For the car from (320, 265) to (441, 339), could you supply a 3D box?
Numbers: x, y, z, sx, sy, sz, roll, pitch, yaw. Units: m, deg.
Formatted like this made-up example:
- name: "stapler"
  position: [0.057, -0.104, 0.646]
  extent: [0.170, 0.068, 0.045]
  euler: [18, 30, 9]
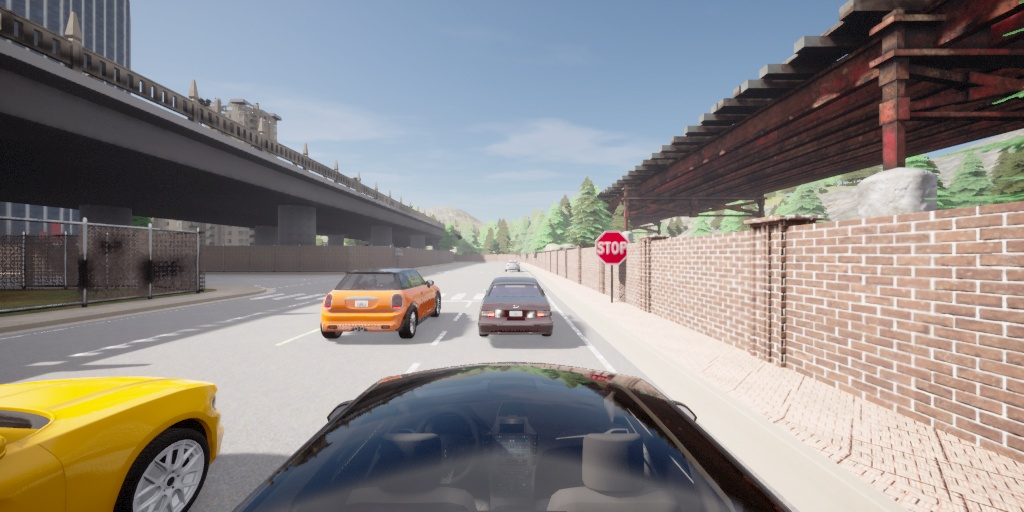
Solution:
- name: "car"
  position: [-3.419, 1.102, 10.262]
  extent: [2.097, 1.767, 4.553]
  euler: [0, 0, 0]

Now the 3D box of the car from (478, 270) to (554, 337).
- name: "car"
  position: [0.082, 1.297, 10.284]
  extent: [2.033, 1.411, 5.357]
  euler: [0, 0, 0]

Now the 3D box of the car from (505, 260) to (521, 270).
- name: "car"
  position: [0.082, 1.276, 46.167]
  extent: [1.812, 1.442, 4.674]
  euler: [0, 0, -1]

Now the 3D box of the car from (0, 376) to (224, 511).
- name: "car"
  position: [-3.396, 1.228, 1.005]
  extent: [1.882, 1.535, 5.008]
  euler: [0, 0, 0]
